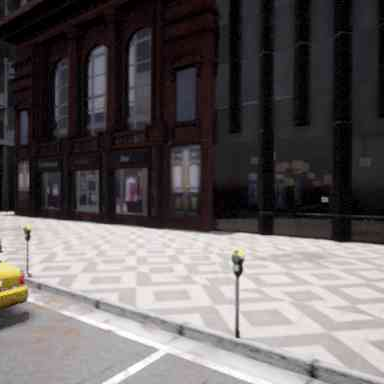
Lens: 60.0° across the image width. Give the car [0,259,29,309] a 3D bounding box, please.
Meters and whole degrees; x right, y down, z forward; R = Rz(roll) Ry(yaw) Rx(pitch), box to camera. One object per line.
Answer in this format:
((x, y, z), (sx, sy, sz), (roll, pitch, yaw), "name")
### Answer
((-5.147, 1.497, 6.631), (4.829, 1.417, 1.752), (0, 0, 35), "car")
